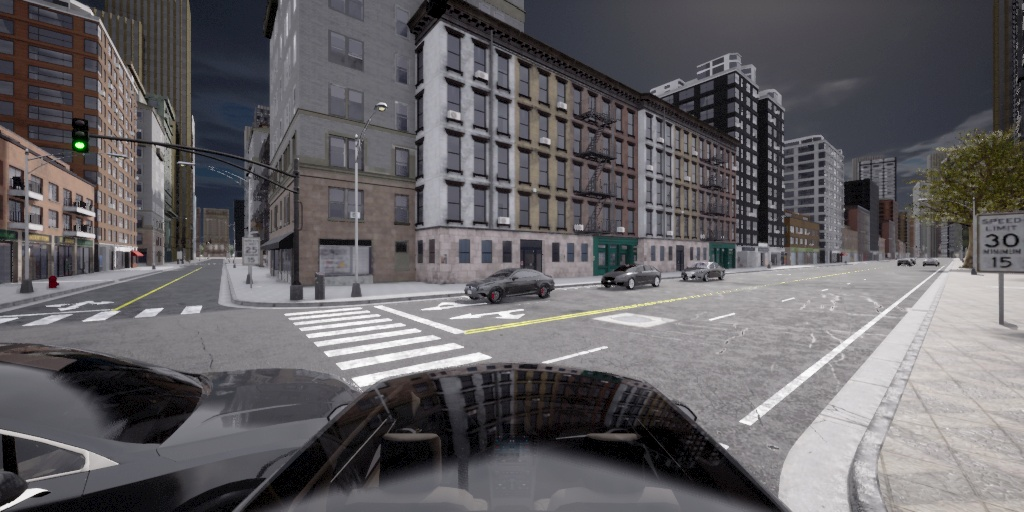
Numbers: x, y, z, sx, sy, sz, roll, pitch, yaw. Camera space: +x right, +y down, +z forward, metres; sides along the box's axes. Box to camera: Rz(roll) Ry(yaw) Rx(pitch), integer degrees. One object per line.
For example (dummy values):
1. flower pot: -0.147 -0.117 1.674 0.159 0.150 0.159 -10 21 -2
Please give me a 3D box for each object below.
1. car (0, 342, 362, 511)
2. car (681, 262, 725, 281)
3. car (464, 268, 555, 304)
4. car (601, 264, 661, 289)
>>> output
1. car: -3.218 1.257 1.811 4.892 1.490 1.837 0 0 -34
2. car: 15.731 1.236 29.434 4.902 1.511 2.128 0 0 -39
3. car: 0.000 1.287 16.775 4.674 1.442 1.812 0 0 -39
4. car: 7.706 1.259 22.982 4.892 1.490 1.837 0 0 -39
